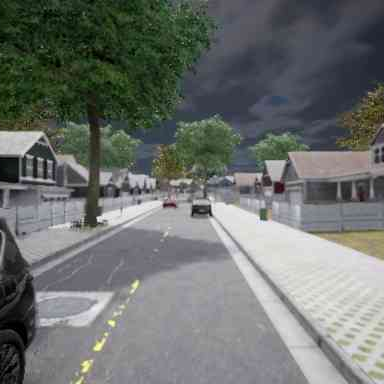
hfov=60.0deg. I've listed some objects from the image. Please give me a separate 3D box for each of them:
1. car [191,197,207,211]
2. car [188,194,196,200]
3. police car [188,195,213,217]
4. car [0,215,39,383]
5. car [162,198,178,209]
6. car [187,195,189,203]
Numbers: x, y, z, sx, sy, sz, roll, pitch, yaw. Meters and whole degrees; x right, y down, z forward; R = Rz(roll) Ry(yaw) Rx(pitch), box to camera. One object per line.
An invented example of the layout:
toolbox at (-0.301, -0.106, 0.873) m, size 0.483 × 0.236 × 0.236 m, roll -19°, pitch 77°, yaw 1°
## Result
car at (0.835, 1.408, 40.473) m, size 1.837 × 1.490 × 4.892 m, roll 0°, pitch 0°, yaw 0°
car at (0.023, 1.163, 82.777) m, size 1.812 × 1.442 × 4.674 m, roll 0°, pitch 0°, yaw 0°
police car at (0.833, 1.358, 30.580) m, size 1.930 × 1.638 × 5.238 m, roll 0°, pitch 0°, yaw 0°
car at (-2.850, 1.219, 1.620) m, size 2.150 × 2.045 × 5.566 m, roll 0°, pitch 0°, yaw 0°
car at (-2.824, 1.494, 43.570) m, size 1.895 × 1.301 × 4.718 m, roll 0°, pitch 0°, yaw 0°
car at (0.018, 1.317, 65.259) m, size 2.128 × 1.511 × 4.902 m, roll 0°, pitch 0°, yaw 0°
